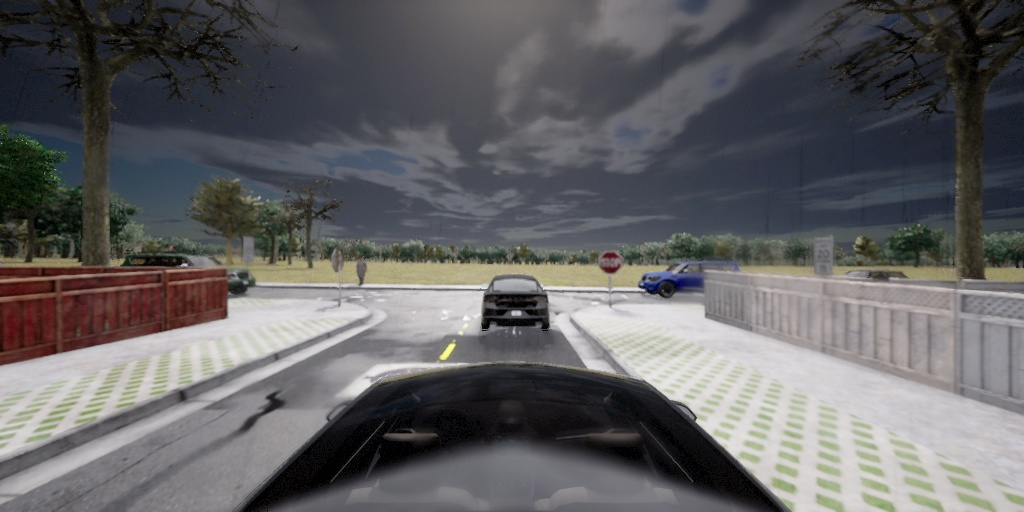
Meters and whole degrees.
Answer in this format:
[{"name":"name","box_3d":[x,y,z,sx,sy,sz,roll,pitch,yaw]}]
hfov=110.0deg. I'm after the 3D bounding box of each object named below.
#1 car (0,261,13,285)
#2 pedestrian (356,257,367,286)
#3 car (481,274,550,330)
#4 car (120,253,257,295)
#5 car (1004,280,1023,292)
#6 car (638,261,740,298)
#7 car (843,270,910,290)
[{"name":"car","box_3d":[-25.742,0.887,17.173,4.553,1.767,2.097,1,0,-1]},{"name":"pedestrian","box_3d":[-9.734,0.958,23.160,0.375,1.860,0.375,0,-1,0]},{"name":"car","box_3d":[0.047,1.322,11.539,1.882,1.535,5.008,0,-1,-1]},{"name":"car","box_3d":[-15.547,0.916,17.251,5.566,2.045,2.150,1,0,0]},{"name":"car","box_3d":[31.005,1.884,20.578,4.892,1.490,1.837,0,0,0]},{"name":"car","box_3d":[10.147,1.307,20.418,5.566,2.045,2.150,1,0,0]},{"name":"car","box_3d":[20.135,1.579,20.493,4.553,1.767,2.097,1,0,-1]}]
